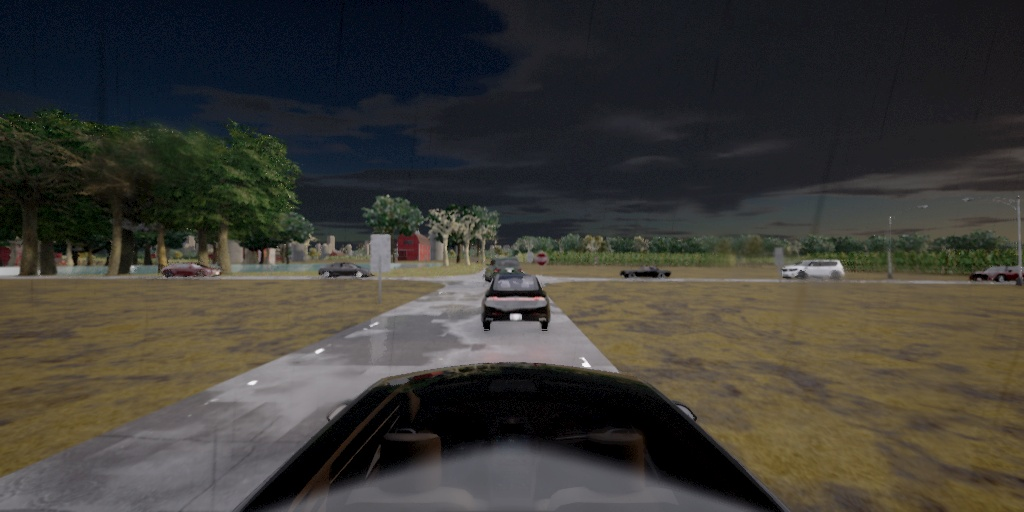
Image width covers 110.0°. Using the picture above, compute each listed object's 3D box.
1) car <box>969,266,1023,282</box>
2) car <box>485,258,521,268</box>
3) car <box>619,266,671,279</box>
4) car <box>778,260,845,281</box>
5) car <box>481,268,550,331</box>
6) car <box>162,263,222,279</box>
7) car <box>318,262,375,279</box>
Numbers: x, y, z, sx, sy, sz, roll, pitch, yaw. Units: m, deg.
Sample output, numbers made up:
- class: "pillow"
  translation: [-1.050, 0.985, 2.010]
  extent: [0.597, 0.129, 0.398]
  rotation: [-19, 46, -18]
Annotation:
- class: "car"
  translation: [49.138, 1.773, 36.003]
  extent: [4.553, 1.767, 2.097]
  rotation: [1, -1, 0]
- class: "car"
  translation: [-0.731, 1.132, 27.443]
  extent: [2.150, 2.045, 5.566]
  rotation: [0, 0, -12]
- class: "car"
  translation: [13.319, 1.672, 36.075]
  extent: [4.718, 1.301, 1.895]
  rotation: [0, -1, -1]
- class: "car"
  translation: [30.128, 1.425, 36.111]
  extent: [5.566, 2.045, 2.150]
  rotation: [0, -1, 0]
- class: "car"
  translation: [0.104, 1.304, 11.291]
  extent: [2.128, 1.511, 4.902]
  rotation: [0, 0, 0]
- class: "car"
  translation: [-29.597, 1.332, 33.173]
  extent: [4.674, 1.442, 1.812]
  rotation: [0, -1, 0]
- class: "car"
  translation: [-15.267, 1.353, 33.224]
  extent: [4.892, 1.490, 1.837]
  rotation: [1, -1, -2]
